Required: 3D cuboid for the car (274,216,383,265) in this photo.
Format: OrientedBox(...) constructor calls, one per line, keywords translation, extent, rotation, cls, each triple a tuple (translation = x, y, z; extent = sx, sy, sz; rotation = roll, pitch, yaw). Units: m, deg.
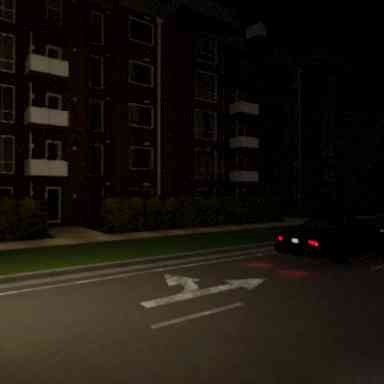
OrientedBox(translation=(5.276, 1.577, 11.853), extent=(5.357, 1.411, 2.033), rotation=(0, 0, -35), cls="car")
